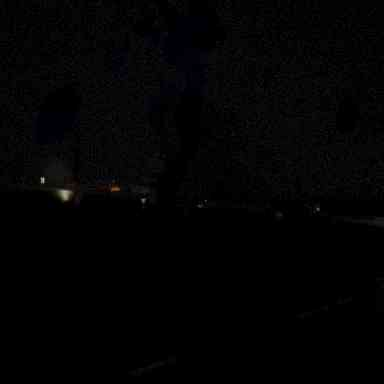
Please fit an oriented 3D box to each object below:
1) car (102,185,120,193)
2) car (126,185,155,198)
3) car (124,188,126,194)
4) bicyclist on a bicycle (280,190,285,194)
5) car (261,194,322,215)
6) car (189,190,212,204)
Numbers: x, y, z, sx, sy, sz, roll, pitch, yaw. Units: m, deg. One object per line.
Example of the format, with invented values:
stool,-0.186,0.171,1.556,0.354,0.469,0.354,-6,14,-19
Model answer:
car,-15.413,-0.662,63.177,1.882,1.535,5.008,0,2,-36
car,-6.927,0.021,46.218,1.812,1.442,4.674,0,3,-35
car,-9.499,-0.450,54.879,2.097,1.767,4.553,0,2,-36
bicyclist on a bicycle,9.199,0.665,33.841,1.656,1.620,0.582,0,2,-35
car,7.614,0.899,25.746,2.128,1.511,4.902,0,2,-35
car,-0.077,0.466,36.554,2.033,1.411,5.357,0,2,-36
